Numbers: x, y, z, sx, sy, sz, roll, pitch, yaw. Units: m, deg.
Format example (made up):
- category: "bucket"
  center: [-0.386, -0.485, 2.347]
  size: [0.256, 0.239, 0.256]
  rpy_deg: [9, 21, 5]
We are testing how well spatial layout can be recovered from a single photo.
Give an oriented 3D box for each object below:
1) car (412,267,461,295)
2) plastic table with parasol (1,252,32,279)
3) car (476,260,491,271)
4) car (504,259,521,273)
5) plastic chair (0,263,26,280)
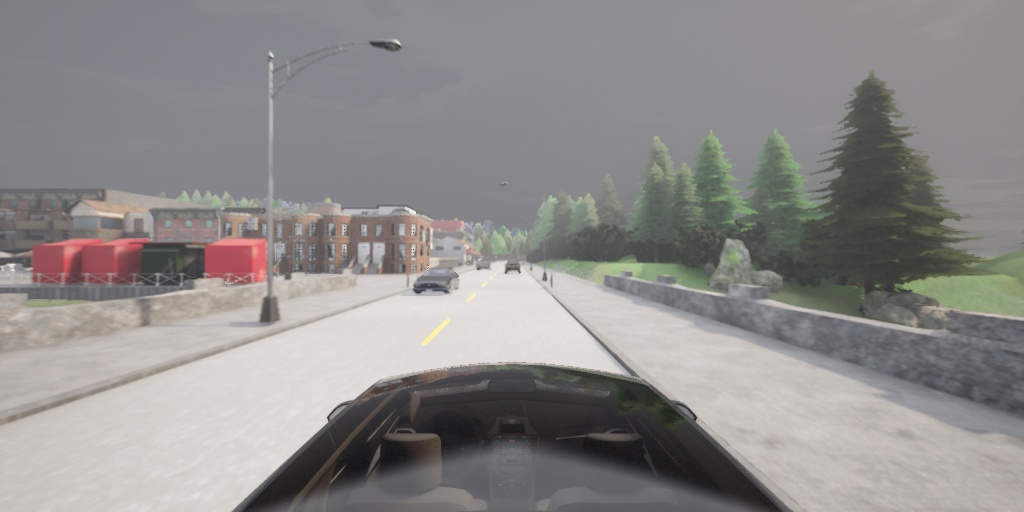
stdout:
- category: "car"
  center: [-4.095, 1.351, 20.359]
  size: [2.033, 1.411, 5.357]
  rpy_deg: [0, 0, 0]
- category: "plastic table with parasol"
  center: [-42.400, 0.765, 32.025]
  size: [2.482, 2.480, 2.482]
  rpy_deg: [0, 0, 0]
- category: "car"
  center: [-4.078, 1.398, 51.969]
  size: [1.837, 1.490, 4.892]
  rpy_deg: [0, 0, 0]
- category: "car"
  center: [0.103, 1.378, 45.583]
  size: [1.837, 1.490, 4.892]
  rpy_deg: [0, -1, 0]
- category: "plastic chair"
  center: [-42.501, 1.365, 30.525]
  size: [0.750, 1.272, 0.730]
  rpy_deg: [0, 0, 0]
